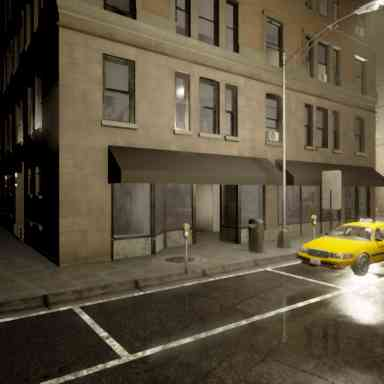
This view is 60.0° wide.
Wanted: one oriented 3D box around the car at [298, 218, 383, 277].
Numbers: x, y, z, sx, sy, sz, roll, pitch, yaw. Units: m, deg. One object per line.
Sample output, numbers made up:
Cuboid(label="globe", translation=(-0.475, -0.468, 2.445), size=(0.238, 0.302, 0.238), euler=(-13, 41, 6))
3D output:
Cuboid(label="car", translation=(5.253, 1.526, 10.273), size=(4.829, 1.417, 1.752), euler=(0, 0, -35))
